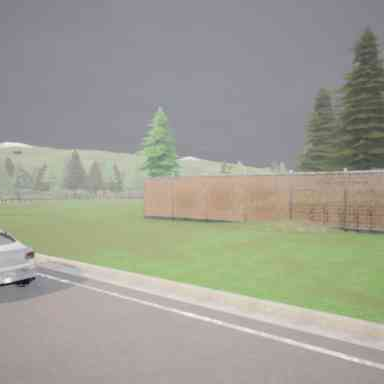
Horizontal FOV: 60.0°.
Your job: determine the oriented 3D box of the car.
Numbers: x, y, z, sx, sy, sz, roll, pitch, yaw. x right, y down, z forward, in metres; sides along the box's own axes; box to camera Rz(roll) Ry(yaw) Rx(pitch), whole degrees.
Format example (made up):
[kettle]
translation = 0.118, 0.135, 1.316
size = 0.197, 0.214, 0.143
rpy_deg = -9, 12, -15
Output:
[car]
translation = -5.522, 1.487, 7.933
size = 4.674, 1.442, 1.812
rpy_deg = 0, 0, 36
